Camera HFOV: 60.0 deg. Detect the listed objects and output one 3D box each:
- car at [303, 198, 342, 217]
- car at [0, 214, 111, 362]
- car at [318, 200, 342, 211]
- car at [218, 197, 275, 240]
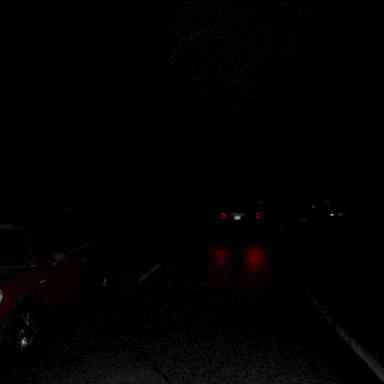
[{"bbox_3d":[12.472,1.399,32.079,2.097,1.767,4.553,-1,-1,41],"label":"car"},{"bbox_3d":[-3.124,1.362,6.012,2.097,1.767,4.553,0,0,6],"label":"car"},{"bbox_3d":[18.408,1.718,44.153,1.895,1.301,4.718,-1,-1,35],"label":"car"},{"bbox_3d":[2.967,1.248,17.441,2.150,2.045,5.566,-1,0,20],"label":"car"}]
